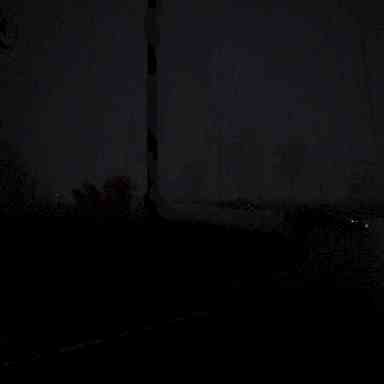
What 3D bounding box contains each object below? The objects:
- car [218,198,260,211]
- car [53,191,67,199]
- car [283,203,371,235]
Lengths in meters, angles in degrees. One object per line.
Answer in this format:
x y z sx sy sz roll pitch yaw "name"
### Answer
4.758 1.276 34.767 1.895 1.301 4.718 -1 1 -35 "car"
-27.058 0.567 68.218 2.097 1.767 4.553 -1 1 -31 "car"
7.423 1.421 18.809 2.128 1.511 4.902 -1 1 -35 "car"
